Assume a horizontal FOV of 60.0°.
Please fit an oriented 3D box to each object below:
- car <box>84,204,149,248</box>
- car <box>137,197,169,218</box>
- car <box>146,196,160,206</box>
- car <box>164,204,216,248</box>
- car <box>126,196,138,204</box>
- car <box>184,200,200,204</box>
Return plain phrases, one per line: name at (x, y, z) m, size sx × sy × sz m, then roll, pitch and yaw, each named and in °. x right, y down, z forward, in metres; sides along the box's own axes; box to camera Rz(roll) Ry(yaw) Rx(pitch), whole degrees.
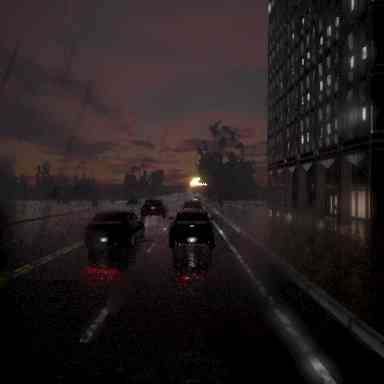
car at (-3.250, 1.509, 14.653) m, size 1.837 × 1.490 × 4.892 m, roll 0°, pitch 0°, yaw 0°
car at (-3.250, 1.348, 29.624) m, size 2.097 × 1.767 × 4.553 m, roll 0°, pitch 0°, yaw 0°
car at (-6.500, 1.507, 55.657) m, size 1.812 × 1.442 × 4.674 m, roll 0°, pitch 0°, yaw 0°
car at (0.000, 1.509, 14.652) m, size 1.837 × 1.490 × 4.892 m, roll 0°, pitch 0°, yaw 0°
car at (-9.750, 1.507, 55.657) m, size 1.837 × 1.490 × 4.892 m, roll 0°, pitch 0°, yaw 0°
car at (0.000, 1.498, 29.654) m, size 1.837 × 1.490 × 4.892 m, roll 0°, pitch 0°, yaw 0°
